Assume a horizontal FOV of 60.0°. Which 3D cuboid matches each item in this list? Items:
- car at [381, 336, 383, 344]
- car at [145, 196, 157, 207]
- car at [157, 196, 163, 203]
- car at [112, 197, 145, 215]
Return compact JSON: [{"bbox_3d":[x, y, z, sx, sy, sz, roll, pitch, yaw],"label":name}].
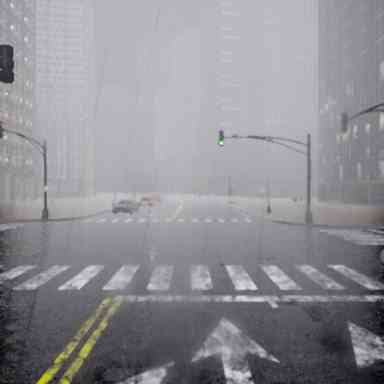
[{"bbox_3d":[3.369,1.545,1.616,2.033,1.411,5.357,0,0,-3],"label":"car"},{"bbox_3d":[-6.575,1.429,48.409,1.812,1.442,4.674,0,0,0],"label":"car"},{"bbox_3d":[-6.679,1.405,63.888,2.033,1.411,5.357,0,0,-1],"label":"car"},{"bbox_3d":[-6.578,1.491,33.729,2.033,1.411,5.357,0,0,2],"label":"car"}]
